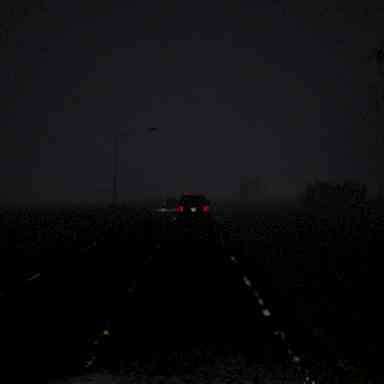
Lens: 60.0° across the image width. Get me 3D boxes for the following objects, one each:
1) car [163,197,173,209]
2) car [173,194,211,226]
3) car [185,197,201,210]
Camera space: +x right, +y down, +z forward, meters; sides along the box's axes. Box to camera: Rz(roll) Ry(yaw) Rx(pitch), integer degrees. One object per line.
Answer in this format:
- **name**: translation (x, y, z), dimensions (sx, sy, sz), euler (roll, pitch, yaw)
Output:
- **car**: translation (-2.766, 1.383, 44.670), dimensions (1.882, 1.535, 5.008), euler (0, 0, 0)
- **car**: translation (0.094, 1.160, 22.736), dimensions (2.150, 2.045, 5.566), euler (0, 0, 0)
- **car**: translation (0.085, 1.375, 41.839), dimensions (1.882, 1.535, 5.008), euler (0, 0, 0)
